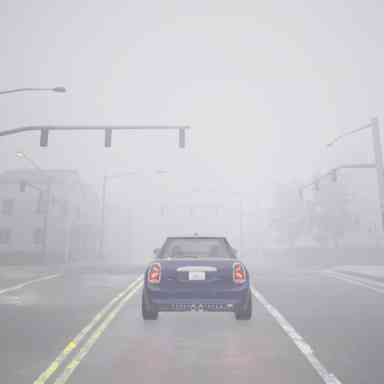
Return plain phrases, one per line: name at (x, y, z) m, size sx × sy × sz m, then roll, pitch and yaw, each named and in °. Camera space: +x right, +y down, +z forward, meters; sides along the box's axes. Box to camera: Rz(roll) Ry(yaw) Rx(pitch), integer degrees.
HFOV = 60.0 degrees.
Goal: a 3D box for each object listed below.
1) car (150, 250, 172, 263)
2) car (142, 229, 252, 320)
car at (-3.660, 7.760, 40.051) m, size 2.128 × 1.511 × 4.902 m, roll 0°, pitch -11°, yaw 0°
car at (0.087, 1.806, 8.231) m, size 2.097 × 1.767 × 4.553 m, roll 0°, pitch -7°, yaw 0°
